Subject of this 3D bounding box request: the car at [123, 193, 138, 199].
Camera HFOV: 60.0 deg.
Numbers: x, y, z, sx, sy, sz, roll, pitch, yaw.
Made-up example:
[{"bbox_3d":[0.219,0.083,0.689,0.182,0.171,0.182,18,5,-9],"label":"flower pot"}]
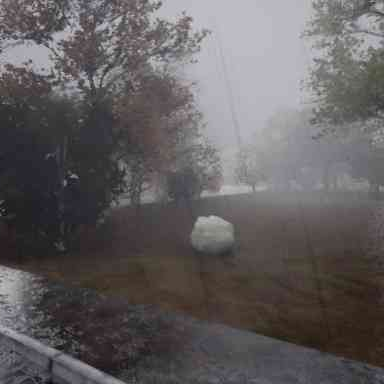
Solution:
[{"bbox_3d":[-11.795,0.745,58.705,1.895,1.301,4.718,0,3,39],"label":"car"}]
